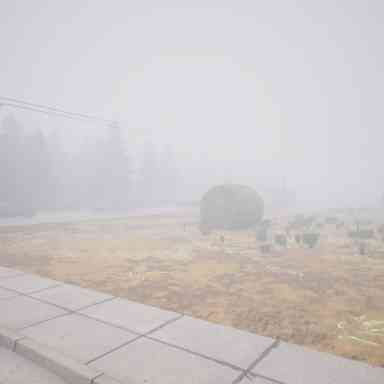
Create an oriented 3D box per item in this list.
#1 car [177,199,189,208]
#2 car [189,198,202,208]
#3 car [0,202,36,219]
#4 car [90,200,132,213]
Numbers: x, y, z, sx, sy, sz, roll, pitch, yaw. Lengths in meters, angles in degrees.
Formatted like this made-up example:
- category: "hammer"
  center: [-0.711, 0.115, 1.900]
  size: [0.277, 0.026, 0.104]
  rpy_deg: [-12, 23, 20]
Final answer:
- category: "car"
  center: [-0.251, 1.627, 50.159]
  size: [1.895, 1.301, 4.718]
  rpy_deg: [0, 0, 37]
- category: "car"
  center: [2.088, 1.552, 47.168]
  size: [1.812, 1.442, 4.674]
  rpy_deg: [0, 0, 36]
- category: "car"
  center: [-15.937, 1.591, 28.984]
  size: [1.994, 1.385, 4.181]
  rpy_deg: [0, 0, 36]
- category: "car"
  center: [-9.212, 1.628, 38.090]
  size: [1.895, 1.301, 4.718]
  rpy_deg: [0, 0, 37]
